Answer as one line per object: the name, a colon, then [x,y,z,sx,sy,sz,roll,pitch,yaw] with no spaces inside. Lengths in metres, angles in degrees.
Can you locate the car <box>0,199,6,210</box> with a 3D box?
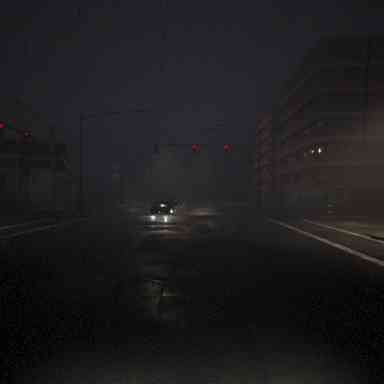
car: [-24.053,1.456,38.905,3.806,1.475,1.970,0,0,1]

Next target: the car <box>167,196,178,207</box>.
car: [-3.256,1.564,43.942,1.994,1.385,4.181,0,0,0]

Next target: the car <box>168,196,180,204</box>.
car: [-3.393,1.564,62.555,1.994,1.385,4.181,0,0,0]

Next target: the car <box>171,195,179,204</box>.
car: [-3.331,1.352,52.538,2.097,1.767,4.553,0,0,0]

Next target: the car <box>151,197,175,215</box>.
car: [-3.174,1.547,34.701,2.033,1.411,5.357,0,0,-1]

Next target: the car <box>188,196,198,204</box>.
car: [0.248,1.526,64.987,1.812,1.442,4.674,0,0,0]
